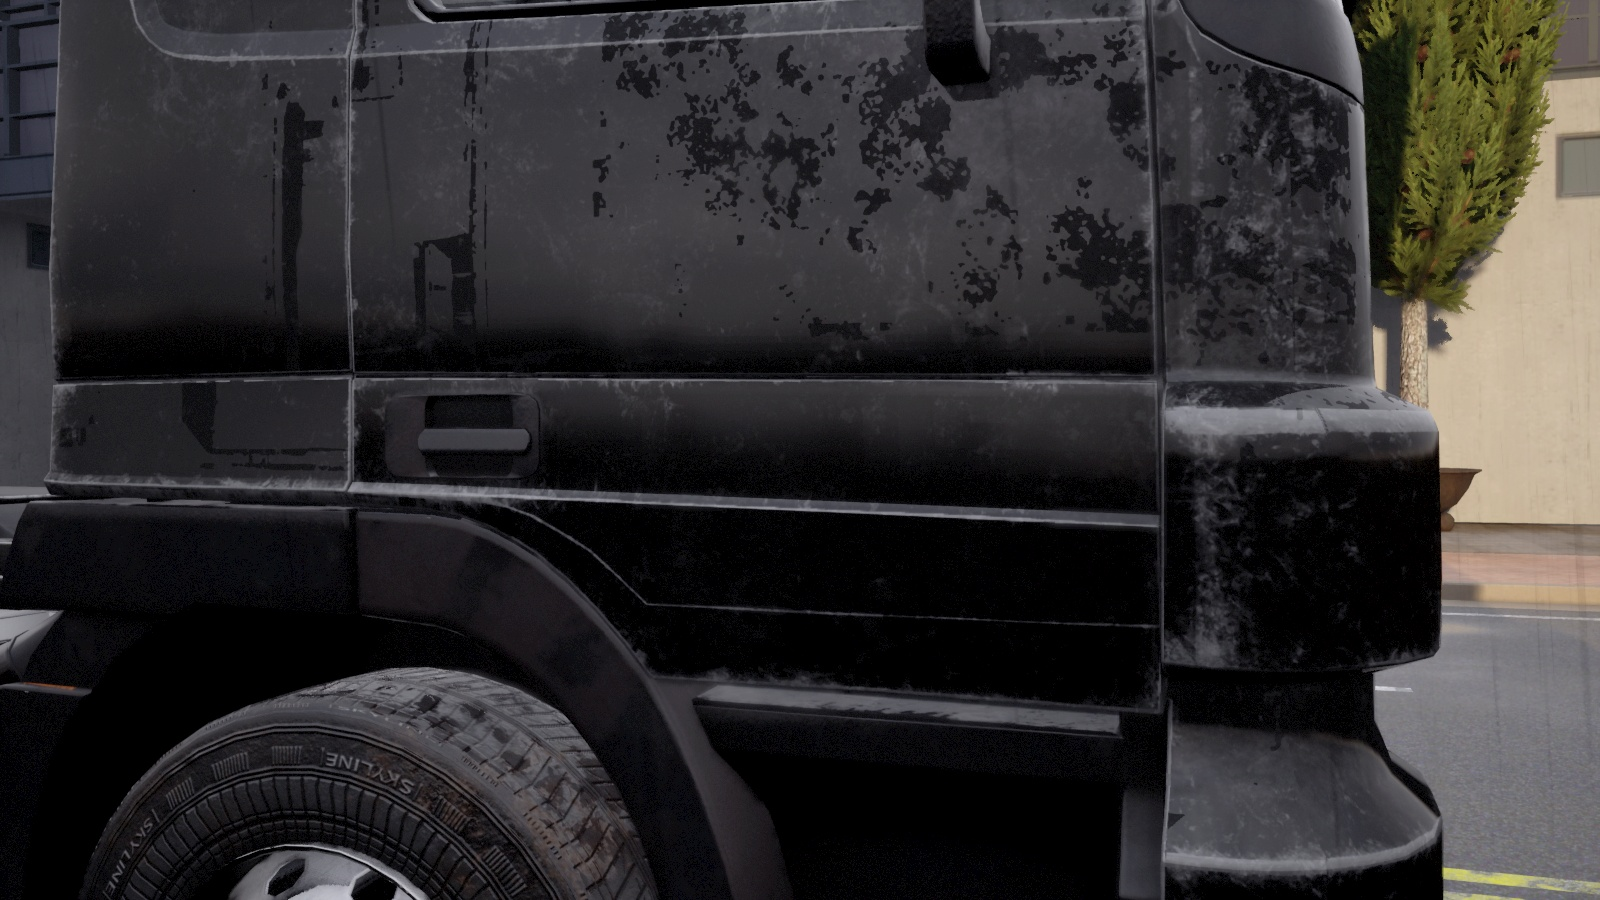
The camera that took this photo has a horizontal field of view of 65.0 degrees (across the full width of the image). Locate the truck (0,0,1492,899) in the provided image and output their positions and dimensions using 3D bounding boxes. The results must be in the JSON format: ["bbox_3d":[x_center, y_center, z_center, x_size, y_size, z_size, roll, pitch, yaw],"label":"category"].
[{"bbox_3d":[-2.510,-0.230,4.057,7.936,3.462,2.891,1,1,19],"label":"truck"}]
